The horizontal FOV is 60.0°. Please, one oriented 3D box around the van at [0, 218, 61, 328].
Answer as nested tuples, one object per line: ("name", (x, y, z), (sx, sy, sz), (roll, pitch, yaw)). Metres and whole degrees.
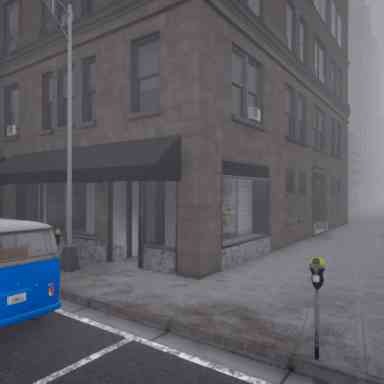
("van", (-4.088, 1.340, 5.994), (3.998, 1.788, 1.690), (0, 0, 35))
